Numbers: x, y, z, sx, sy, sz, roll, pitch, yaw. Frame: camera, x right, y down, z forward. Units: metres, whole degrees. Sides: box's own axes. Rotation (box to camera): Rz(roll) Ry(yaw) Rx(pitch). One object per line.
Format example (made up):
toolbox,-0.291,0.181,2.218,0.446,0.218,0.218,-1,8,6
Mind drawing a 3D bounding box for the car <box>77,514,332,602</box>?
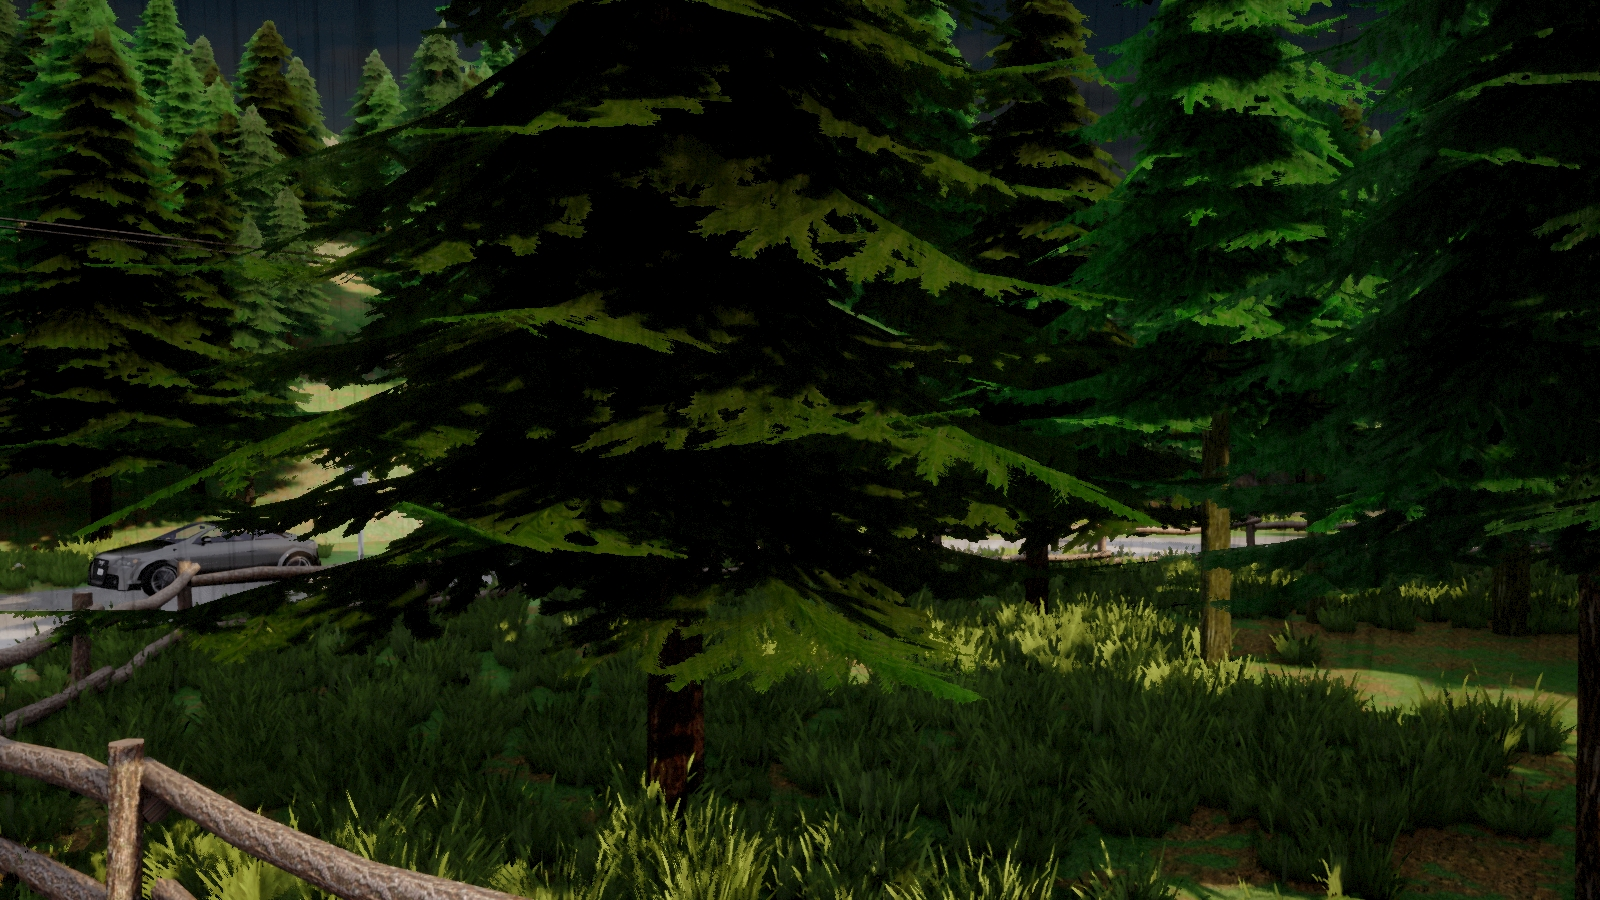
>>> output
car,-12.055,2.119,23.321,1.994,1.385,4.181,0,0,41
